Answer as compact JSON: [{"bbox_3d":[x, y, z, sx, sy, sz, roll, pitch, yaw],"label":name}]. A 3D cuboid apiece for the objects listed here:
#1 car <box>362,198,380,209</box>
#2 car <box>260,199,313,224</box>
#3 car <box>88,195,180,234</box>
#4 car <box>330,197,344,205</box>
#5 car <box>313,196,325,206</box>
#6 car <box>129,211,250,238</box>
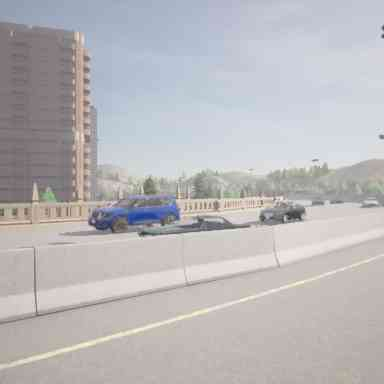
[{"bbox_3d":[24.756,1.524,46.092,1.812,1.442,4.674,0,0,24],"label":"car"},{"bbox_3d":[6.839,1.491,24.747,2.128,1.511,4.902,0,0,41],"label":"car"},{"bbox_3d":[-3.191,1.221,19.587,5.566,2.045,2.150,0,0,-42],"label":"car"},{"bbox_3d":[26.473,1.561,60.790,1.994,1.385,4.181,0,0,17],"label":"car"},{"bbox_3d":[20.282,1.502,53.496,1.837,1.490,4.892,0,0,21],"label":"car"},{"bbox_3d":[0.151,1.601,13.236,4.718,1.301,1.895,0,0,-41],"label":"car"}]
